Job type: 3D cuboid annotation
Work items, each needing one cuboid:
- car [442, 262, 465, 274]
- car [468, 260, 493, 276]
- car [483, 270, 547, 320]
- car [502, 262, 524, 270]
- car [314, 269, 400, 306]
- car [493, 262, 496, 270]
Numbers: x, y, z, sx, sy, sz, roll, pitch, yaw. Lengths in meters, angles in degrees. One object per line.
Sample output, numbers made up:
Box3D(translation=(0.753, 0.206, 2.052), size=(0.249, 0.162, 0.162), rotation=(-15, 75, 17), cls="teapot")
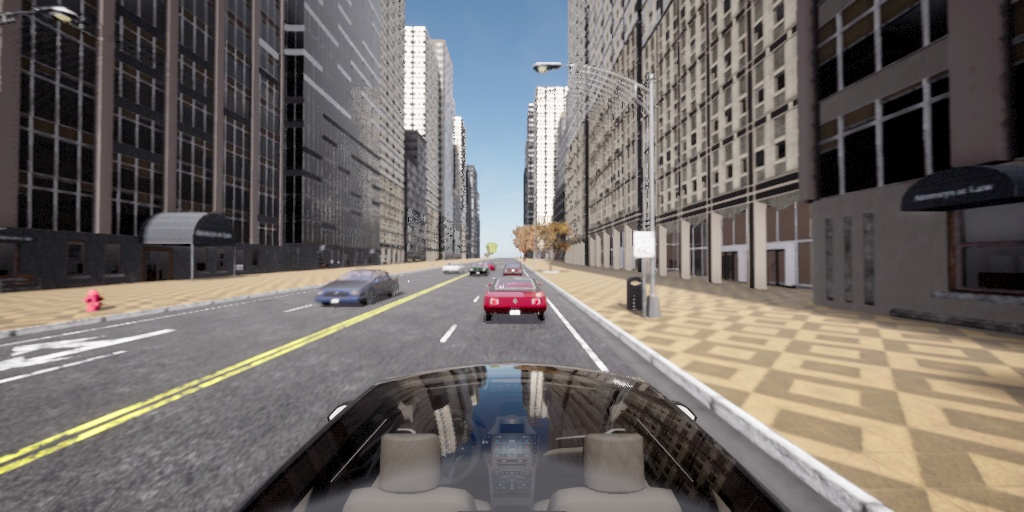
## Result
Box3D(translation=(-6.542, 1.335, 40.320), size=(1.895, 1.301, 4.718), rotation=(0, 0, 0), cls="car")
Box3D(translation=(-3.271, 1.336, 36.558), size=(1.895, 1.301, 4.718), rotation=(0, 0, 0), cls="car")
Box3D(translation=(0.092, 1.346, 12.596), size=(1.895, 1.301, 4.718), rotation=(0, 0, 0), cls="car")
Box3D(translation=(0.081, 1.283, 32.893), size=(2.033, 1.411, 5.357), rotation=(0, 0, 0), cls="car")
Box3D(translation=(-6.609, 1.293, 16.070), size=(2.033, 1.411, 5.357), rotation=(0, 0, 0), cls="car")
Box3D(translation=(-3.256, 1.293, 48.910), size=(1.994, 1.385, 4.181), rotation=(0, 0, 0), cls="car")
